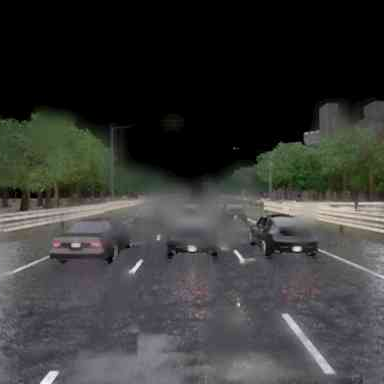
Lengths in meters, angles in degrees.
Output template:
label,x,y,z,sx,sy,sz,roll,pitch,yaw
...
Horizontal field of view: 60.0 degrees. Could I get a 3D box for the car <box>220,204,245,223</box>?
label,x,y,z,sx,sy,sz,roll,pitch,yaw
car,3.532,1.792,28.498,1.837,1.490,4.892,0,0,0

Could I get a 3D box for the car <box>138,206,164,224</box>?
label,x,y,z,sx,sy,sz,roll,pitch,yaw
car,-3.478,1.824,27.521,2.033,1.411,5.357,0,0,0

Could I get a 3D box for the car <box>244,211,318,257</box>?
label,x,y,z,sx,sy,sz,roll,pitch,yaw
car,3.526,1.647,13.502,1.837,1.490,4.892,0,0,0

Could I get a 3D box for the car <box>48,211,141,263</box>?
label,x,y,z,sx,sy,sz,roll,pitch,yaw
car,-3.484,1.677,12.536,2.033,1.411,5.357,0,-1,0

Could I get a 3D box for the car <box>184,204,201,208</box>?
label,x,y,z,sx,sy,sz,roll,pitch,yaw
car,0.032,1.792,28.504,1.837,1.490,4.892,0,0,0

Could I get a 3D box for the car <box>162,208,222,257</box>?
label,x,y,z,sx,sy,sz,roll,pitch,yaw
car,0.026,1.647,13.495,1.837,1.490,4.892,0,0,0
